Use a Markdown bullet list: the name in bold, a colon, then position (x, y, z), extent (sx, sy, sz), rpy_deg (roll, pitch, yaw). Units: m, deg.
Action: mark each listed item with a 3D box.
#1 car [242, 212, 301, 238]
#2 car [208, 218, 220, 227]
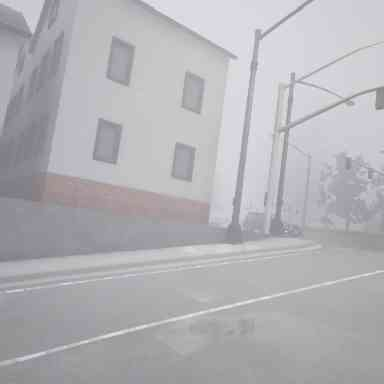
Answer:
- **car**: position (6.980, 2.946, 29.609), extent (2.150, 2.045, 5.566), rpy_deg (12, -7, -35)
- **car**: position (0.977, 3.291, 37.918), extent (2.033, 1.411, 5.357), rpy_deg (12, -7, -35)
